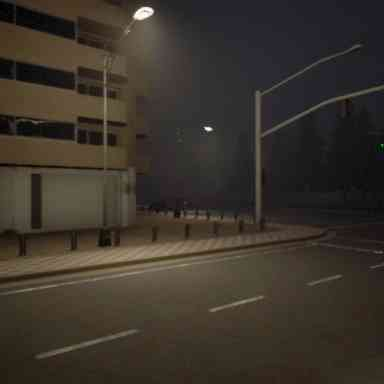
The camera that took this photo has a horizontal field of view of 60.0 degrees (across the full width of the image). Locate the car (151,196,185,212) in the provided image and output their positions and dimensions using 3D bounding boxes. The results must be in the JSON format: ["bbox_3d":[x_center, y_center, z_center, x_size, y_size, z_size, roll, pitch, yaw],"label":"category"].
[{"bbox_3d":[-3.187,1.539,39.302,1.812,1.442,4.674,0,0,-36],"label":"car"}]

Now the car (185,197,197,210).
[{"bbox_3d":[-1.291,1.357,42.637,2.097,1.767,4.553,0,0,-36],"label":"car"}]
